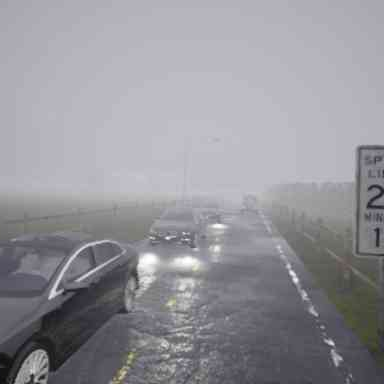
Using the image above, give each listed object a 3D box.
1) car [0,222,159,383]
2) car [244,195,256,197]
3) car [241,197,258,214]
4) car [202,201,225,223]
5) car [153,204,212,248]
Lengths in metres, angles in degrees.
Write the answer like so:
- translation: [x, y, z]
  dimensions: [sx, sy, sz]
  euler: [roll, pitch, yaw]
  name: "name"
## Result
- translation: [-2.191, 1.424, 4.802]
  dimensions: [2.128, 1.511, 4.902]
  euler: [2, 0, 9]
  name: "car"
- translation: [8.434, 1.386, 48.659]
  dimensions: [2.150, 2.045, 5.566]
  euler: [2, 0, 10]
  name: "car"
- translation: [6.439, 1.678, 37.261]
  dimensions: [2.033, 1.411, 5.357]
  euler: [2, 0, 9]
  name: "car"
- translation: [1.511, 1.516, 26.115]
  dimensions: [1.837, 1.490, 4.892]
  euler: [2, 0, 10]
  name: "car"
- translation: [-0.477, 1.474, 14.798]
  dimensions: [1.837, 1.490, 4.892]
  euler: [2, 0, 10]
  name: "car"
